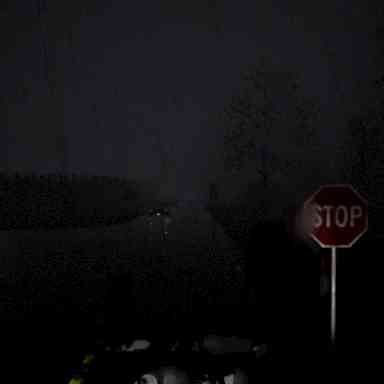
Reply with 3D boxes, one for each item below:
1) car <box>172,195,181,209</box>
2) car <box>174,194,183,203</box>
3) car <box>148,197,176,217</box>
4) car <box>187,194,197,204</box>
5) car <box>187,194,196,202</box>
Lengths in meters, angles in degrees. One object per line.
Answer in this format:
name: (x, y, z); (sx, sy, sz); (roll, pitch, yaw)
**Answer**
car: (-2.883, 1.485, 44.061); (1.994, 1.385, 4.181); (0, 0, 0)
car: (-2.819, 1.211, 64.603); (2.097, 1.767, 4.553); (0, 0, 0)
car: (-2.875, 1.500, 31.144); (2.033, 1.411, 5.357); (0, 0, 0)
car: (-0.003, 1.474, 60.493); (1.895, 1.301, 4.718); (0, 0, 1)
car: (-0.060, 1.230, 70.515); (1.882, 1.535, 5.008); (0, 0, 0)
